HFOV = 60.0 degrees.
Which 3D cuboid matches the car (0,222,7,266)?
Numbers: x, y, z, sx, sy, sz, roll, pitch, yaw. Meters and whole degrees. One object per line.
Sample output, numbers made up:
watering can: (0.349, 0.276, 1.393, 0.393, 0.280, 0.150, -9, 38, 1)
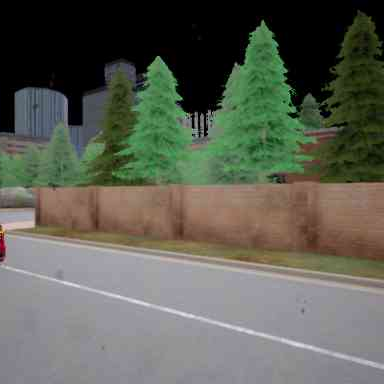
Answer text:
car: (-7.301, 1.231, 9.162, 5.566, 2.045, 2.150, -1, -1, 36)
